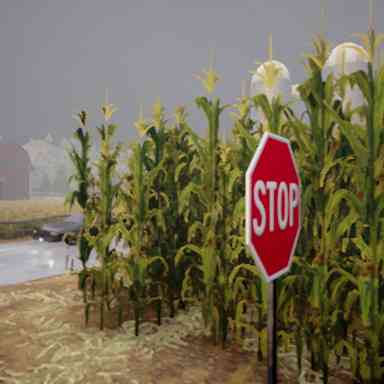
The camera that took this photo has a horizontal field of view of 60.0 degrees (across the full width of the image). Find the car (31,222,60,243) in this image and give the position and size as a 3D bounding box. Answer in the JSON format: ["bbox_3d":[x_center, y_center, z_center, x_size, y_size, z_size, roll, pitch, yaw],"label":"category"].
[{"bbox_3d":[-5.156,1.733,16.853,2.033,1.411,5.357,0,0,34],"label":"car"}]
